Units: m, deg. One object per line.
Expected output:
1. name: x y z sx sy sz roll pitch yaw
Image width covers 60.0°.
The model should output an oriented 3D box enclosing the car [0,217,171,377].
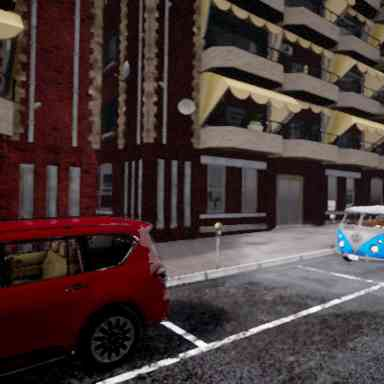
1. car: -2.631 1.328 4.177 5.009 1.841 2.192 0 1 -36

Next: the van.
1. van: 6.303 1.331 10.694 3.998 1.788 1.690 0 1 -36
